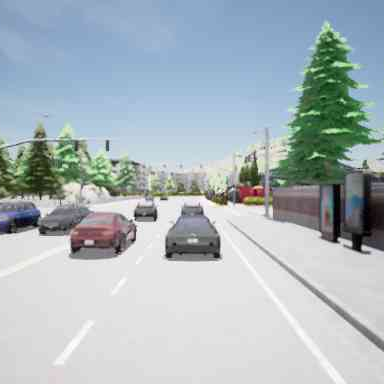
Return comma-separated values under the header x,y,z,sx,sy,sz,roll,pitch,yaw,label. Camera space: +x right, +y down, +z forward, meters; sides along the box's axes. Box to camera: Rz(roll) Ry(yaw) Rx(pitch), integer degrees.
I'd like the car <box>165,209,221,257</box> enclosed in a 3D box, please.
x,y,z,sx,sy,sz,roll,pitch,yaw,label
0.046,1.573,12.960,1.994,1.385,4.181,0,0,1,car

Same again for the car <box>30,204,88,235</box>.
x,y,z,sx,sy,sz,roll,pitch,yaw,label
-7.041,1.518,19.084,1.837,1.490,4.892,0,0,1,car

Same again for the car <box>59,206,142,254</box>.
x,y,z,sx,sy,sz,roll,pitch,yaw,label
-3.448,1.534,13.510,1.812,1.442,4.674,0,0,1,car

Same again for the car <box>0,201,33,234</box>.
x,y,z,sx,sy,sz,roll,pitch,yaw,label
-10.541,1.364,19.195,2.097,1.767,4.553,0,0,1,car

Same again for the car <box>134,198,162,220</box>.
x,y,z,sx,sy,sz,roll,pitch,yaw,label
-3.821,1.505,27.799,2.128,1.511,4.902,0,0,-5,car

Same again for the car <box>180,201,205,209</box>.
x,y,z,sx,sy,sz,roll,pitch,yaw,label
0.046,1.507,27.814,2.128,1.511,4.902,0,0,1,car

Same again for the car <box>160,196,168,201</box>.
x,y,z,sx,sy,sz,roll,pitch,yaw,label
-6.994,1.646,82.458,1.895,1.301,4.718,0,0,0,car

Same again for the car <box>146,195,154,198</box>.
x,y,z,sx,sy,sz,roll,pitch,yaw,label
-10.494,1.576,82.488,2.128,1.511,4.902,0,0,0,car
